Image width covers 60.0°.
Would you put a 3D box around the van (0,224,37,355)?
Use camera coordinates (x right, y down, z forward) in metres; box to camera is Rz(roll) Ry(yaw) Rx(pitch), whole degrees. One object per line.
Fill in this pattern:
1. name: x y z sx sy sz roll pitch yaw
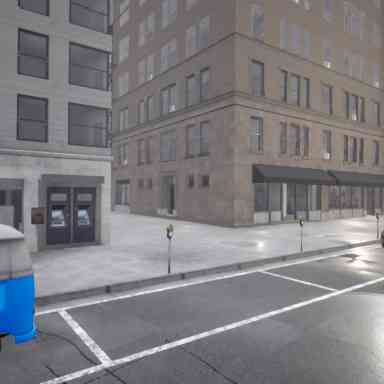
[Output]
1. van: -3.989 1.341 3.905 3.998 1.788 1.690 0 1 -36

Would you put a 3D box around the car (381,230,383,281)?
1. car: 6.440 1.572 7.973 4.181 1.385 1.994 0 0 -35
